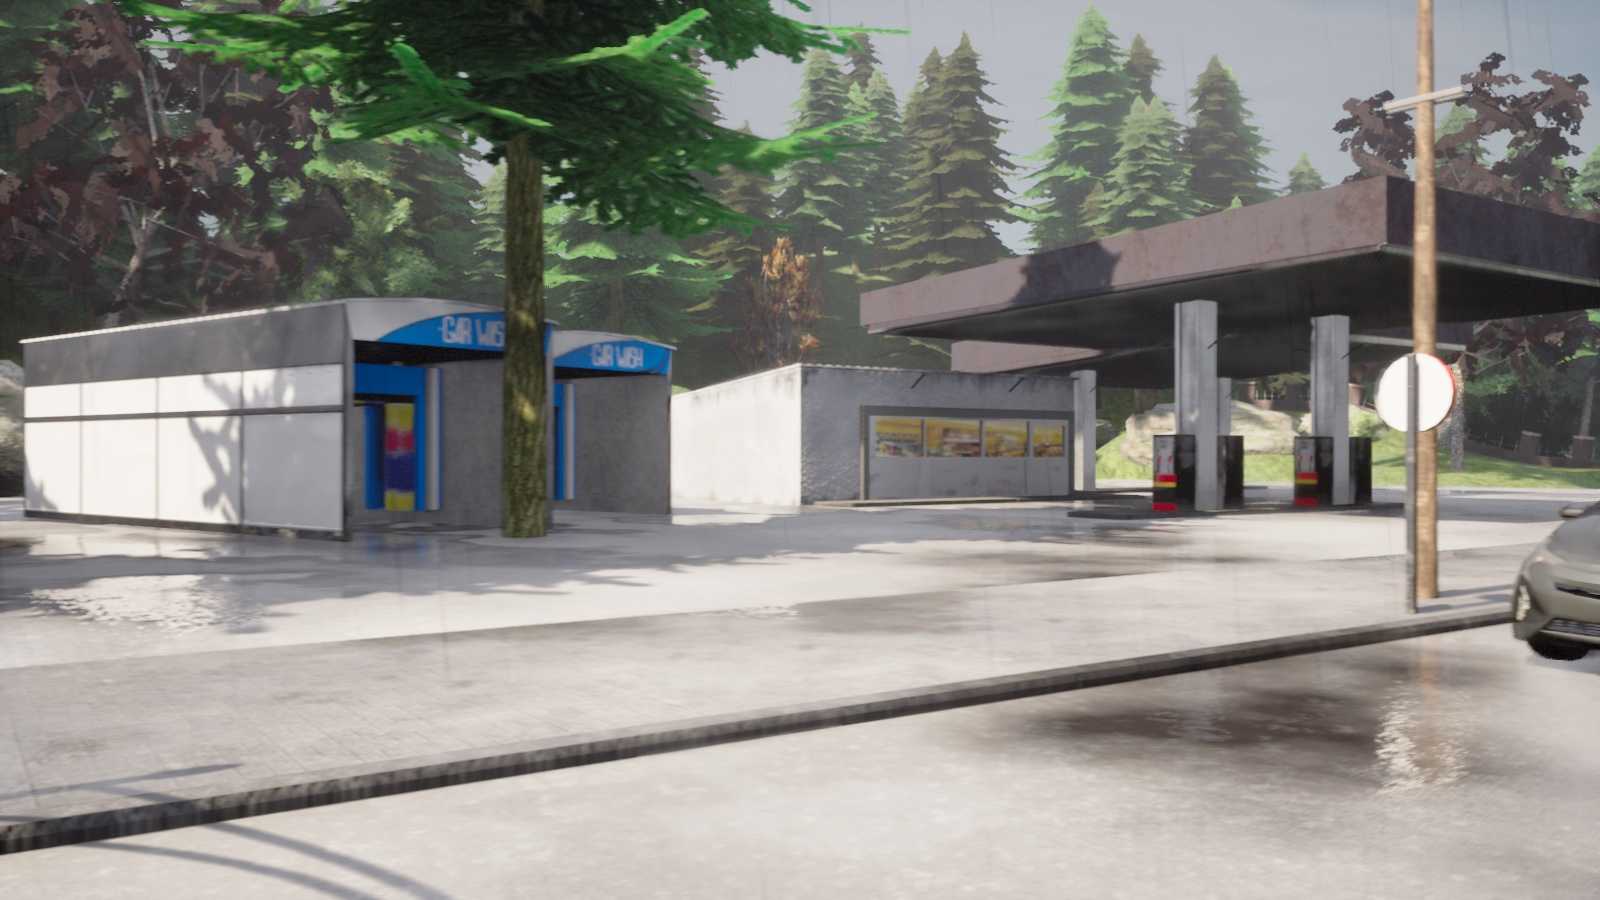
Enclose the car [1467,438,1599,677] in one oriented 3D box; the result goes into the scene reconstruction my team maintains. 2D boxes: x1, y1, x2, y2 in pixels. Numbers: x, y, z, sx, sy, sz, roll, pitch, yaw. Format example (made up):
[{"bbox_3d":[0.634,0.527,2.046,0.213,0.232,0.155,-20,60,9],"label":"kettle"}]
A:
[{"bbox_3d":[7.054,0.687,9.179,4.514,1.525,2.007,0,0,-35],"label":"car"}]
